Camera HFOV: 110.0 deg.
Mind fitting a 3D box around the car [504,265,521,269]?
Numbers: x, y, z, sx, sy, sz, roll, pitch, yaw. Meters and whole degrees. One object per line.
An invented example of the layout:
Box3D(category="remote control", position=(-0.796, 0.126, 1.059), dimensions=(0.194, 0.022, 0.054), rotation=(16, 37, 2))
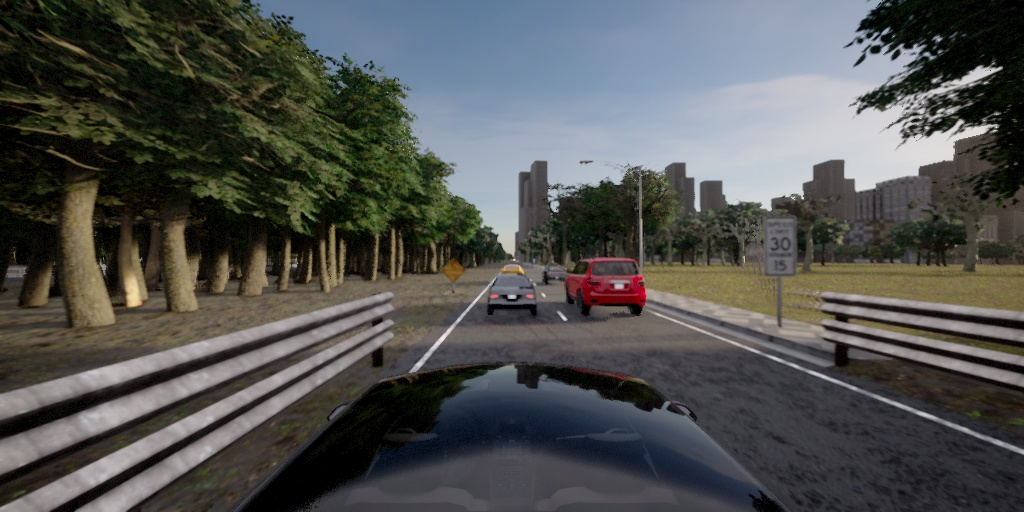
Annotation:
Box3D(category="car", position=(0.045, 1.512, 31.056), dimensions=(1.882, 1.535, 5.008), rotation=(0, 0, 1))

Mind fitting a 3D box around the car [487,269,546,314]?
Box3D(category="car", position=(0.016, 1.420, 14.343), dimensions=(2.033, 1.411, 5.357), rotation=(0, -1, 0))

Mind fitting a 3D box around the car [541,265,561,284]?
Box3D(category="car", position=(3.538, 1.520, 30.322), dimensions=(2.128, 1.511, 4.902), rotation=(0, 0, 1))

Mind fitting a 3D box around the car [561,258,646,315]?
Box3D(category="car", position=(3.517, 1.098, 14.398), dimensions=(2.150, 2.045, 5.566), rotation=(0, 0, 0))

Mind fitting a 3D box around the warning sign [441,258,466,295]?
Box3D(category="warning sign", position=(-3.039, 1.030, 18.622), dimensions=(1.300, 1.860, 1.060), rotation=(0, 0, 0))
